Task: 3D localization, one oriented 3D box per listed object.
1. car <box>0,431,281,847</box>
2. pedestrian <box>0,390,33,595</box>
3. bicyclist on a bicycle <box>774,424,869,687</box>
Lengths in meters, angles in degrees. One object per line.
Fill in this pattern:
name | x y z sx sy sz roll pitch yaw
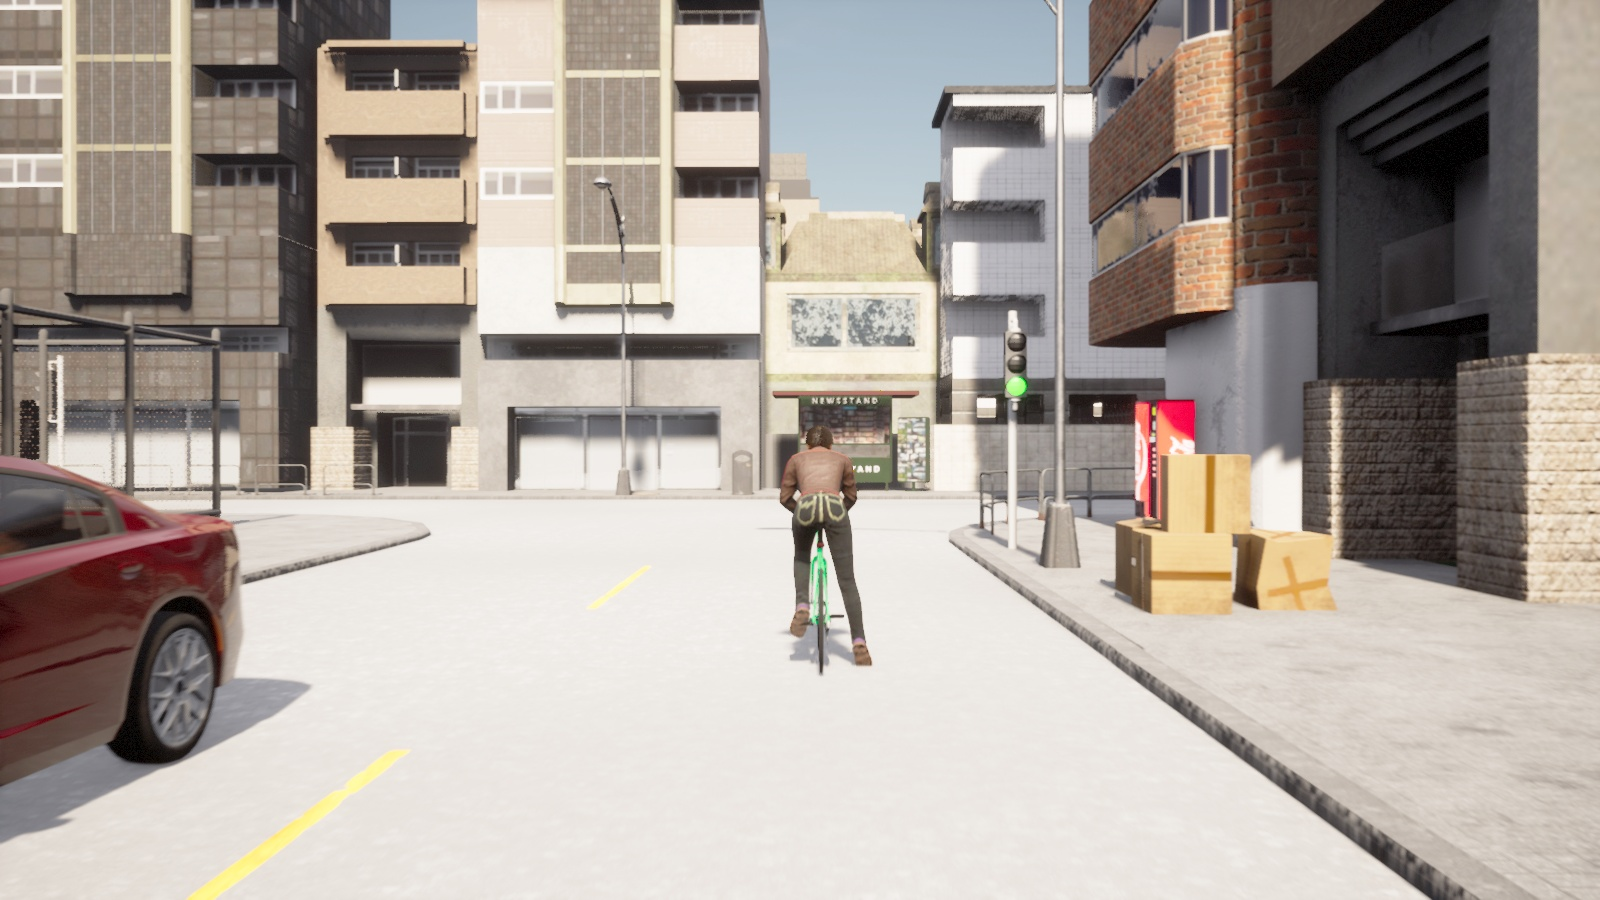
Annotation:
car | -3.898 0.696 4.438 1.882 1.535 5.008 0 0 2
pedestrian | -7.676 0.386 11.398 0.874 1.855 0.900 0 0 1
bicyclist on a bicycle | 0.134 0.652 8.592 0.582 1.620 1.656 0 0 0
